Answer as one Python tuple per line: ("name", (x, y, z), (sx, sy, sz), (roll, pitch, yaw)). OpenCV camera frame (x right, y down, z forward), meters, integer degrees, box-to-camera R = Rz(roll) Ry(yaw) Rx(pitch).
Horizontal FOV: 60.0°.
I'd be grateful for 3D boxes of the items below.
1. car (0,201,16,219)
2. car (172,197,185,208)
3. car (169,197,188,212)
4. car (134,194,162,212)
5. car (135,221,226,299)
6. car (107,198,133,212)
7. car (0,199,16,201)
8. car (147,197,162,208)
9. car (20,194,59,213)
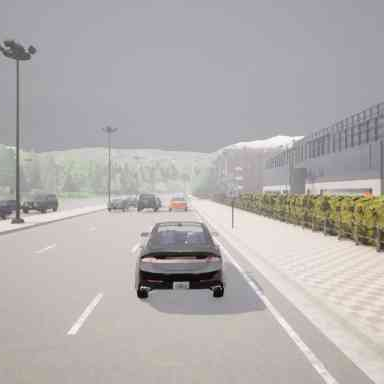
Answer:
("car", (-16.184, 1.601, 26.146), (1.895, 1.301, 4.718), (0, 0, -2))
("car", (-2.002, 1.505, 49.736), (1.837, 1.490, 4.892), (0, 0, -2))
("car", (-1.618, 1.352, 39.687), (2.097, 1.767, 4.553), (0, 0, -2))
("car", (-5.091, 1.221, 38.895), (2.150, 2.045, 5.566), (0, 0, -2))
("car", (-0.307, 1.492, 8.496), (2.128, 1.511, 4.902), (0, 0, -3))
("car", (-8.603, 1.547, 39.147), (2.033, 1.411, 5.357), (0, 0, -2))
("car", (-20.033, 1.505, 35.439), (1.837, 1.490, 4.892), (0, 0, -2))
("car", (-5.498, 1.478, 49.575), (1.882, 1.535, 5.008), (0, 0, -2))
("car", (-16.570, 1.221, 36.632), (2.150, 2.045, 5.566), (0, 0, -3))
